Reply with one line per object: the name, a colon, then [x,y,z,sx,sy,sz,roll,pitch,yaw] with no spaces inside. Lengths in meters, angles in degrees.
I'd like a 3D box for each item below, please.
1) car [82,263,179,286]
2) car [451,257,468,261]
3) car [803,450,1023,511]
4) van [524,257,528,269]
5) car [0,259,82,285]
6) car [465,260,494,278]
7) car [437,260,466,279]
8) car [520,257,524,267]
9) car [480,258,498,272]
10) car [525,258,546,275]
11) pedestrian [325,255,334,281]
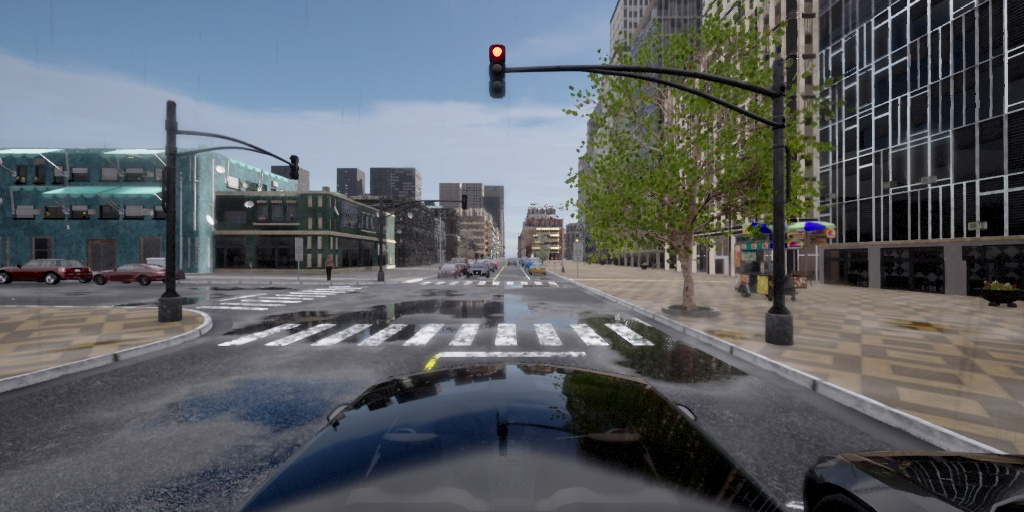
car: [-22.815,1.090,21.828,4.207,1.307,1.802,0,0,-1]
car: [-5.679,1.067,38.460,2.192,1.841,5.009,0,0,0]
car: [2.691,1.316,0.431,1.948,1.339,4.313,0,0,0]
van: [2.703,1.094,44.011,1.690,1.789,3.998,0,0,0]
car: [-28.363,0.879,21.751,4.097,1.591,1.967,0,0,-1]
car: [-3.089,1.316,33.733,1.994,1.385,4.181,0,0,0]
car: [-5.680,1.334,32.909,1.802,1.307,4.207,0,0,0]
car: [2.706,1.305,55.113,2.007,1.370,4.403,0,0,0]
car: [-3.086,1.317,43.782,1.994,1.385,4.181,0,0,0]
car: [2.702,1.278,38.630,1.751,1.417,4.829,0,0,0]
pedestrian: [-12.742,0.788,24.916,0.375,1.860,0.375,0,-1,-1]
